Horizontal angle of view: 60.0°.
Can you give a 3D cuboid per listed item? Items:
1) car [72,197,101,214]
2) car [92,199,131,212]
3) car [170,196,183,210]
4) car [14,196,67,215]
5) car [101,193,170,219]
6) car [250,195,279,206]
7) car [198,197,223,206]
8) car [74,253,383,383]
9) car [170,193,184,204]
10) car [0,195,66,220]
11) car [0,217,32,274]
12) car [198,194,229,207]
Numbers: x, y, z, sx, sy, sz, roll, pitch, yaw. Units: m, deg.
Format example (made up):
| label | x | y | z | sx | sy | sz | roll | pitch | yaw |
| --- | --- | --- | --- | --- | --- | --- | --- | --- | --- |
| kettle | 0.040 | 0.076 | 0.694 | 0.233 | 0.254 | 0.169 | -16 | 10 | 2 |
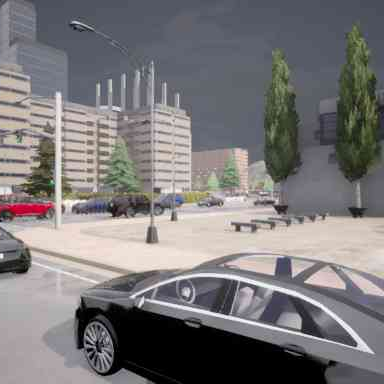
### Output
| label | x | y | z | sx | sy | sz | roll | pitch | yaw |
| --- | --- | --- | --- | --- | --- | --- | --- | --- | --- |
| car | -10.186 | 1.352 | 34.744 | 2.097 | 1.767 | 4.553 | 0 | 0 | 41 |
| car | -9.749 | 1.564 | 40.588 | 1.994 | 1.385 | 4.181 | 0 | 0 | 41 |
| car | -3.982 | 1.547 | 41.906 | 2.033 | 1.411 | 5.357 | 0 | 0 | 41 |
| car | -15.447 | 1.352 | 34.113 | 2.097 | 1.767 | 4.553 | 0 | 0 | 42 |
| car | -4.957 | 1.221 | 29.782 | 2.150 | 2.045 | 5.566 | 0 | 0 | 41 |
| car | 11.962 | 1.601 | 54.665 | 1.895 | 1.301 | 4.718 | 0 | 0 | 41 |
| car | 3.125 | 1.526 | 55.414 | 1.812 | 1.442 | 4.674 | 0 | 0 | 41 |
| car | 0.574 | 1.492 | 3.866 | 4.902 | 1.511 | 2.128 | 0 | 0 | 37 |
| car | -3.591 | 1.221 | 47.697 | 2.150 | 2.045 | 5.566 | 0 | 0 | 41 |
| car | -13.107 | 1.221 | 25.717 | 2.150 | 2.045 | 5.566 | 0 | 0 | 41 |
| car | -6.333 | 1.564 | 9.484 | 4.181 | 1.385 | 1.994 | 0 | 0 | 40 |
| car | 2.830 | 1.492 | 49.752 | 2.128 | 1.511 | 4.902 | 0 | 0 | 41 |
